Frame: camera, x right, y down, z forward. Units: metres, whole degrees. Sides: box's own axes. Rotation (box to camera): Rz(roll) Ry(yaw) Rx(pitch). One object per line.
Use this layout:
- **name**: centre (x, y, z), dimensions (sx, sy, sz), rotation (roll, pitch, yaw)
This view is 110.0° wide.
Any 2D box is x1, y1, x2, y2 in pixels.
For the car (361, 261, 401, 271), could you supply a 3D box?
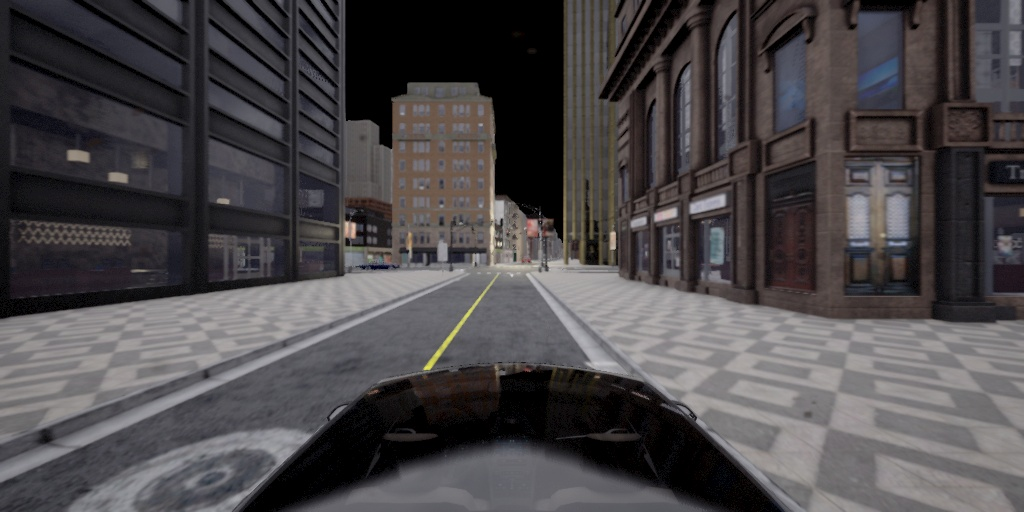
- **car**: centre (-17.027, 1.336, 46.689), dimensions (4.718, 1.301, 1.895), rotation (0, 0, 0)
